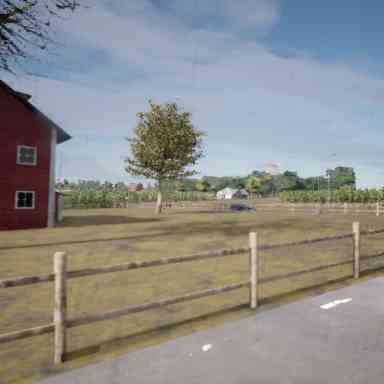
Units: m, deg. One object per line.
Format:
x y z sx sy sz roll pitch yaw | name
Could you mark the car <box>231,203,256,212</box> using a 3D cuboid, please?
8.967 2.619 57.825 1.882 1.535 5.008 3 -3 -35 | car
